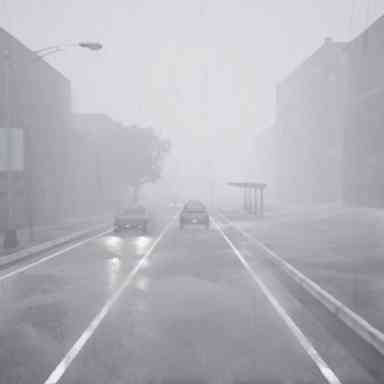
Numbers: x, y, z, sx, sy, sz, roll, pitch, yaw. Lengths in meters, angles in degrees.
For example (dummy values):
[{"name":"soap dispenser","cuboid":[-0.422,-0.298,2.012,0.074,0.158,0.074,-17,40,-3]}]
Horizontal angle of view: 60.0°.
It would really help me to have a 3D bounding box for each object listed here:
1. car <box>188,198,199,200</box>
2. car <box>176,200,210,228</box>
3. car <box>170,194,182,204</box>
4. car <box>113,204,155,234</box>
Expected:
[{"name":"car","cuboid":[0.224,1.502,42.464,2.128,1.511,4.902,0,0,0]},{"name":"car","cuboid":[0.154,1.517,22.169,2.128,1.511,4.902,0,0,0]},{"name":"car","cuboid":[-2.834,1.207,60.067,2.097,1.767,4.553,0,1,1]},{"name":"car","cuboid":[-3.300,1.525,19.627,1.837,1.490,4.892,0,0,1]}]
